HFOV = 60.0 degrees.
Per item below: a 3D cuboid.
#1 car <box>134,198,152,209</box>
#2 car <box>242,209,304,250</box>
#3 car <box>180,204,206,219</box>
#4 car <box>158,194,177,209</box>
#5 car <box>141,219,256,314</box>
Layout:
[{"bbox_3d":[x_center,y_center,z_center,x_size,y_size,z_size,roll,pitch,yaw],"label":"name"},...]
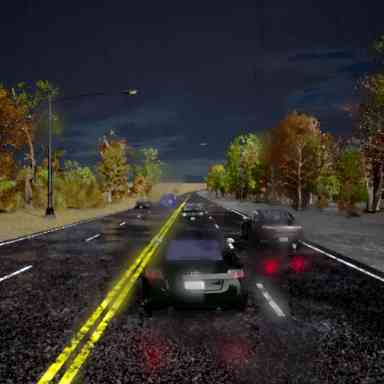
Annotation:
[{"bbox_3d":[-6.509,1.572,45.131,2.033,1.411,5.357,0,0,0],"label":"car"},{"bbox_3d":[3.324,1.489,14.362,2.128,1.511,4.902,0,0,1],"label":"car"},{"bbox_3d":[0.058,1.572,25.981,1.895,1.301,4.718,-2,1,0],"label":"car"},{"bbox_3d":[-3.259,1.254,45.097,2.150,2.045,5.566,0,0,0],"label":"car"},{"bbox_3d":[0.057,1.563,7.686,1.994,1.385,4.181,0,0,0],"label":"car"}]
